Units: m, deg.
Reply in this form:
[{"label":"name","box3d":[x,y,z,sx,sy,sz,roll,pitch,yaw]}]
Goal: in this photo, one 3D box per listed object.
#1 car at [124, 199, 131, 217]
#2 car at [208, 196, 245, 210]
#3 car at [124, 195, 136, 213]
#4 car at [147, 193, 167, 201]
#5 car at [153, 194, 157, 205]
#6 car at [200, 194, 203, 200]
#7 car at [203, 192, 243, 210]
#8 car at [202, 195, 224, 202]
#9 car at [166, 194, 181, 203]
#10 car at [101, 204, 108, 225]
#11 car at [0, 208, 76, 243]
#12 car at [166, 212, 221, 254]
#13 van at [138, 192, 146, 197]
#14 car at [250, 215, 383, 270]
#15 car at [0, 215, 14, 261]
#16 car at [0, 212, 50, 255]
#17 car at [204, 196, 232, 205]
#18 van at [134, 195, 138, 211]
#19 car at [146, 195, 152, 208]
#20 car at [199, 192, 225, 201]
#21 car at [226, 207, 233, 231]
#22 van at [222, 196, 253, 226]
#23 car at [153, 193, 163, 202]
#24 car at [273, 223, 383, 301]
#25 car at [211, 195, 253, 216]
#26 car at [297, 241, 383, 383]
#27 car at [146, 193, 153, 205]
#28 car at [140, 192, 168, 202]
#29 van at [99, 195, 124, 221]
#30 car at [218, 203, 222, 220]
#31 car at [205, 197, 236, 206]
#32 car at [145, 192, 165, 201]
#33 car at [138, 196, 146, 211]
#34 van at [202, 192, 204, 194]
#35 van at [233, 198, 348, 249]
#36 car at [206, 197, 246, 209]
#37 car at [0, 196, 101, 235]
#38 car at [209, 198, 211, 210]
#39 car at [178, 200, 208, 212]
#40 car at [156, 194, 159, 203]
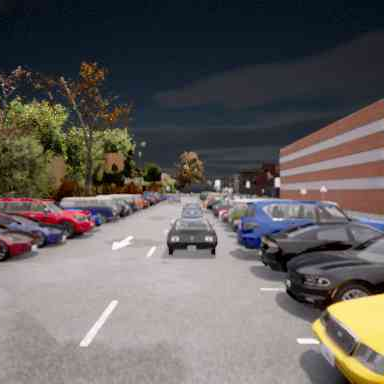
[{"label":"car","box3d":[-8.173,1.659,29.206,4.792,1.488,2.163,0,1,0]},{"label":"car","box3d":[4.406,1.385,43.380,4.553,1.767,2.185,0,0,0]},{"label":"car","box3d":[-8.108,1.481,31.902,4.553,1.767,2.185,0,0,0]},{"label":"car","box3d":[-8.055,1.080,77.211,4.553,1.767,2.185,0,0,0]},{"label":"car","box3d":[-8.123,1.465,48.844,5.008,1.535,2.097,0,0,0]},{"label":"car","box3d":[4.255,1.460,49.032,5.366,1.575,1.946,0,0,0]},{"label":"car","box3d":[4.406,1.307,37.727,5.566,2.045,2.435,0,0,0]},{"label":"car","box3d":[4.455,1.308,71.639,4.674,1.452,2.002,0,1,0]},{"label":"car","box3d":[-3.267,1.218,63.030,2.097,1.767,4.553,0,0,1]},{"label":"car","box3d":[-8.144,1.668,20.598,5.008,1.535,2.097,0,-1,0]},{"label":"car","box3d":[-8.124,1.649,14.939,4.792,1.488,2.163,0,-1,0]},{"label":"car","box3d":[0.010,1.733,14.115,1.895,1.301,4.718,0,0,0]},{"label":"van","box3d":[-8.248,1.309,40.498,4.442,1.987,1.878,0,0,0]},{"label":"car","box3d":[4.415,1.568,9.452,5.008,1.535,2.097,0,-1,0]},{"label":"car","box3d":[-8.164,1.569,9.417,4.892,1.521,2.231,0,-1,0]},{"label":"car","box3d":[-8.126,1.623,12.116,4.792,1.488,2.163,0,-1,0]},{"label":"car","box3d":[4.474,1.422,57.509,4.792,1.488,2.163,0,0,0]},{"label":"van","box3d":[-8.254,1.356,34.848,4.442,1.987,1.878,0,1,0]},{"label":"car","box3d":[-8.136,1.512,43.197,5.008,1.535,2.097,0,0,0]},{"label":"car","box3d":[4.482,0.989,74.461,5.566,2.045,2.435,0,1,0]},{"label":"car","box3d":[4.422,1.687,17.928,4.674,1.452,2.002,0,-1,0]},{"label":"van","box3d":[4.309,1.443,20.636,4.442,1.987,1.878,0,0,0]},{"label":"car","box3d":[-8.119,1.393,57.439,5.008,1.535,2.097,0,1,0]},{"label":"car","box3d":[4.424,1.542,6.627,5.008,1.535,2.097,0,-1,0]},{"label":"car","box3d":[4.400,1.480,32.077,4.553,1.767,2.185,0,0,0]},{"label":"car","box3d":[4.232,1.513,3.801,5.366,1.575,1.946,0,-1,0]},{"label":"car","box3d":[-8.160,1.363,46.019,4.553,1.767,2.185,0,0,0]},{"label":"car","box3d":[-8.093,1.019,71.430,5.566,2.045,2.435,0,1,0]},{"label":"van","box3d":[-8.025,1.427,26.377,4.442,1.987,1.878,0,0,0]},{"label":"car","box3d":[4.425,1.711,23.593,4.674,1.452,2.002,0,0,0]},{"label":"car","box3d":[4.445,1.480,51.858,4.674,1.452,2.002,0,0,0]},{"label":"car","box3d":[-8.117,1.347,63.086,4.892,1.521,2.231,0,1,0]},{"label":"car","box3d":[-8.141,1.560,37.674,4.892,1.521,2.231,0,0,0]},{"label":"van","box3d":[4.327,1.190,54.681,4.442,1.987,1.878,0,0,0]},{"label":"van","box3d":[4.306,1.395,15.105,4.442,1.987,1.878,0,-1,0]},{"label":"car","box3d":[4.625,1.484,46.206,5.366,1.575,1.946,0,0,0]},{"label":"car","box3d":[-8.124,1.394,17.765,5.566,2.045,2.435,0,-1,0]},{"label":"car","box3d":[4.431,1.622,34.904,4.674,1.452,2.002,0,0,0]},{"label":"car","box3d":[0.017,1.699,28.985,2.033,1.411,5.357,0,1,0]},{"label":"car","box3d":[-8.131,1.441,51.667,5.008,1.535,2.097,0,0,0]}]
